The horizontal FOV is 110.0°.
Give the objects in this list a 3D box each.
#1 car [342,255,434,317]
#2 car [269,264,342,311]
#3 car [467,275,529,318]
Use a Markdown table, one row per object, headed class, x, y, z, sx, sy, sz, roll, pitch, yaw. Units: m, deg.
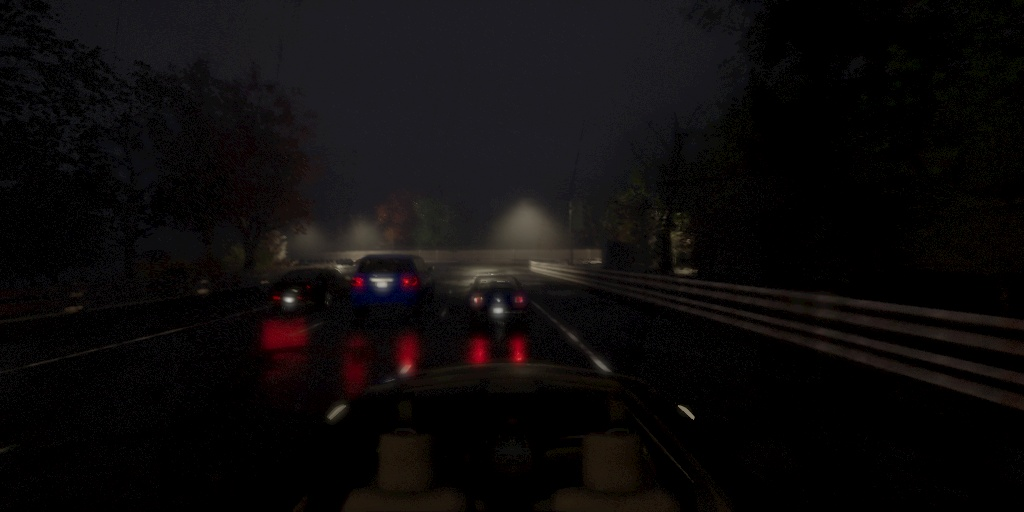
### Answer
| class | x | y | z | sx | sy | sz | roll | pitch | yaw |
| --- | --- | --- | --- | --- | --- | --- | --- | --- | --- |
| car | -4.246 | 0.972 | 13.531 | 2.150 | 2.045 | 5.566 | 0 | 0 | -7 |
| car | -7.945 | 1.269 | 14.719 | 1.837 | 1.490 | 4.892 | 0 | 0 | -7 |
| car | -0.586 | 1.340 | 12.919 | 1.895 | 1.301 | 4.718 | 0 | 0 | -5 |
